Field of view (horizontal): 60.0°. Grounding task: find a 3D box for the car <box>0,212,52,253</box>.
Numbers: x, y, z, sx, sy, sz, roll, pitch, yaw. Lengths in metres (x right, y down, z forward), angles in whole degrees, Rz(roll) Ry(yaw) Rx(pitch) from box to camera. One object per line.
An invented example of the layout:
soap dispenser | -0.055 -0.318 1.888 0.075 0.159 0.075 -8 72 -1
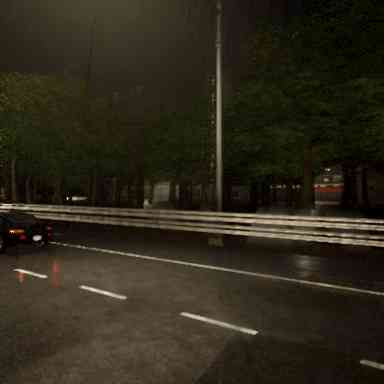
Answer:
car | -7.563 1.530 13.557 4.674 1.442 1.812 0 0 35
